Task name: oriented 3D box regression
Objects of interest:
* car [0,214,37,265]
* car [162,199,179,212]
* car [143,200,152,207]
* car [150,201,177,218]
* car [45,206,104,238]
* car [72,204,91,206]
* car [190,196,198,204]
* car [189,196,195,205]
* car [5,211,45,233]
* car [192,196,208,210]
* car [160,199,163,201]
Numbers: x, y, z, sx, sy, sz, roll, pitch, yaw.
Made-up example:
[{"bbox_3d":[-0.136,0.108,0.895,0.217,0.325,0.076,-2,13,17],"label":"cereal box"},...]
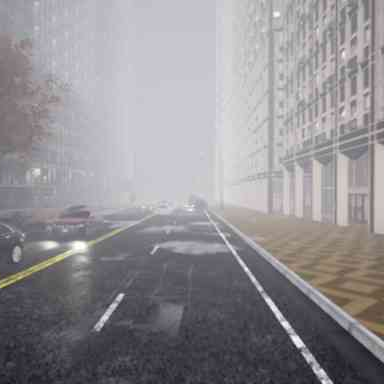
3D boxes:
[{"bbox_3d":[-6.557,1.604,9.382,1.837,1.490,4.892,0,-1,0],"label":"car"},{"bbox_3d":[-2.875,2.093,46.703,1.812,1.442,4.674,0,0,0],"label":"car"},{"bbox_3d":[-9.322,2.342,71.058,1.812,1.442,4.674,0,-1,0],"label":"car"},{"bbox_3d":[-2.948,1.951,34.894,1.812,1.442,4.674,0,-1,1],"label":"car"},{"bbox_3d":[-6.485,1.749,19.396,1.812,1.442,4.674,0,-1,1],"label":"car"},{"bbox_3d":[-9.639,1.805,28.590,1.882,1.535,5.008,0,-1,1],"label":"car"},{"bbox_3d":[0.533,2.092,87.486,2.150,2.045,5.566,0,-1,0],"label":"car"},{"bbox_3d":[0.447,1.937,73.850,2.150,2.045,5.566,0,-1,0],"label":"car"},{"bbox_3d":[-9.748,1.768,18.584,1.994,1.385,4.181,0,-1,0],"label":"car"},{"bbox_3d":[1.464,2.028,54.799,2.097,1.767,4.553,0,-1,0],"label":"car"},{"bbox_3d":[-6.072,2.305,71.038,1.882,1.535,5.008,0,-1,0],"label":"car"}]
